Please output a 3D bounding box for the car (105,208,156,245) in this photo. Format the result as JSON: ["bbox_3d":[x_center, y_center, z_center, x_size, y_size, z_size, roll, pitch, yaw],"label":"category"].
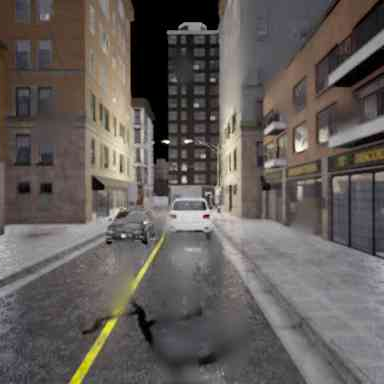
[{"bbox_3d":[-2.839,1.590,16.151,1.837,1.490,4.892,0,0,0],"label":"car"}]

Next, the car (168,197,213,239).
[{"bbox_3d":[-0.034,1.303,18.025,2.150,2.045,5.566,0,0,2],"label":"car"}]

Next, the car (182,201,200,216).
[{"bbox_3d":[-0.114,1.687,35.927,1.812,1.442,4.674,0,-1,0],"label":"car"}]
